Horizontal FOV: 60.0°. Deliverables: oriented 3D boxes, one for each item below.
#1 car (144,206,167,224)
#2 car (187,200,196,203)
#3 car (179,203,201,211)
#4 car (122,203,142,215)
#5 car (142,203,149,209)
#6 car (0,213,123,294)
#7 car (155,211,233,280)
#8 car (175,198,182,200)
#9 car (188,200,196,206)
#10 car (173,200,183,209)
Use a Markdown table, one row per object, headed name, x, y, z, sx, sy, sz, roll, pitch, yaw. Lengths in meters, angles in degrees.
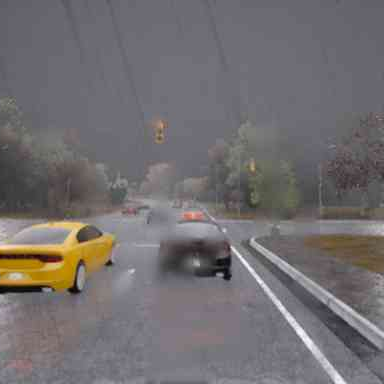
| name | x | y | z | sx | sy | sz | roll | pitch | yaw |
| --- | --- | --- | --- | --- | --- | --- | --- | --- | --- |
| car | -3.397 | 2.429 | 33.878 | 1.837 | 1.490 | 4.892 | 0 | -2 | 0 |
| car | 0.012 | 3.140 | 77.578 | 2.033 | 1.411 | 5.357 | 0 | 0 | 0 |
| car | 0.101 | 2.237 | 32.934 | 2.097 | 1.767 | 4.553 | 0 | -2 | 0 |
| car | -10.541 | 2.868 | 57.575 | 2.150 | 2.045 | 5.566 | 0 | -1 | 1 |
| car | -10.488 | 3.184 | 73.147 | 2.033 | 1.411 | 5.357 | 0 | 0 | 0 |
| car | -3.419 | 1.533 | 8.955 | 1.882 | 1.535 | 5.008 | 0 | -1 | 0 |
| car | 0.085 | 1.555 | 10.204 | 1.882 | 1.535 | 5.008 | 0 | -1 | 0 |
| car | -3.581 | 2.582 | 88.085 | 2.150 | 2.045 | 5.566 | 0 | 0 | -3 |
| car | -0.081 | 2.861 | 88.141 | 1.837 | 1.490 | 4.892 | 0 | 0 | -3 |
| car | -3.488 | 3.150 | 77.996 | 1.994 | 1.385 | 4.181 | 0 | 0 | 0 |
